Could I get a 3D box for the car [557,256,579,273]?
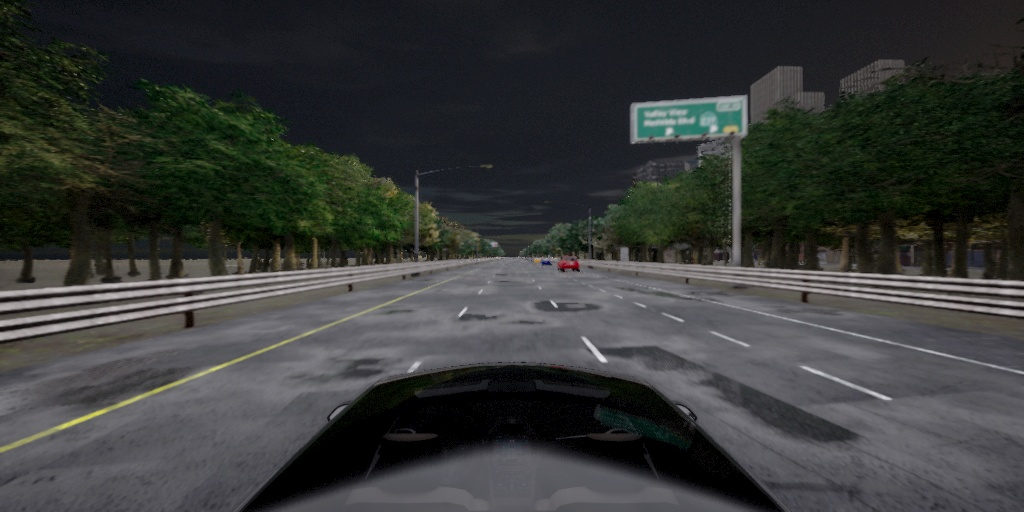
[{"bbox_3d":[7.001,0.986,44.923,2.150,2.045,5.566,0,0,0],"label":"car"}]
